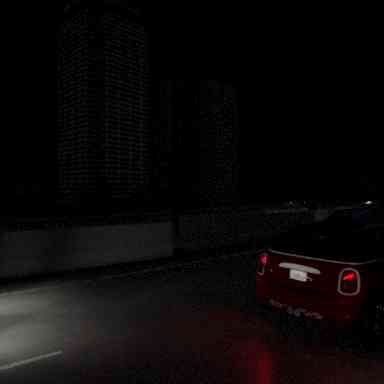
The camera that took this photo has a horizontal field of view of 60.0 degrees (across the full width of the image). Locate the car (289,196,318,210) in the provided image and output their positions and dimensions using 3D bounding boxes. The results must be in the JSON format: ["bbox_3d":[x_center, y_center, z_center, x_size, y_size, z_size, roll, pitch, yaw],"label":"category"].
[{"bbox_3d":[15.059,1.416,44.882,2.097,1.767,4.553,0,0,41],"label":"car"}]

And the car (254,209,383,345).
[{"bbox_3d":[3.350,1.361,6.697,4.553,1.767,2.097,0,0,-39],"label":"car"}]

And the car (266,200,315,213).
[{"bbox_3d":[7.337,1.565,25.317,1.812,1.442,4.674,0,0,42],"label":"car"}]

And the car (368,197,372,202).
[{"bbox_3d":[41.742,1.617,75.701,2.033,1.411,5.357,0,0,41],"label":"car"}]

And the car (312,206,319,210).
[{"bbox_3d":[7.690,1.498,15.311,5.008,1.535,1.882,0,0,-44],"label":"car"}]

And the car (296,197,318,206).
[{"bbox_3d":[12.020,1.601,36.011,2.033,1.411,5.357,0,0,41],"label":"car"}]

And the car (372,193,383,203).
[{"bbox_3d":[37.978,1.301,65.975,2.150,2.045,5.566,0,0,41],"label":"car"}]
